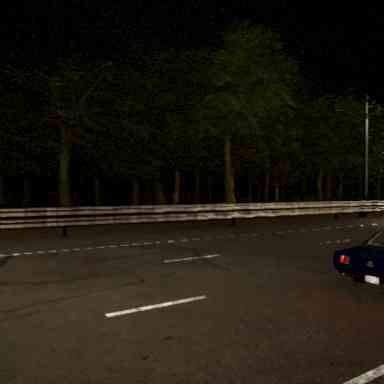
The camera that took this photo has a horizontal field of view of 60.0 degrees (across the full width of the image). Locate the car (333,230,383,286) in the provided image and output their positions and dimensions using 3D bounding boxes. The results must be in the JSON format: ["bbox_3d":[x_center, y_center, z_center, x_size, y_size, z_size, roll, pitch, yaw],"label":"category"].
[{"bbox_3d":[5.728,1.575,8.172,4.718,1.301,1.895,0,0,-31],"label":"car"}]
